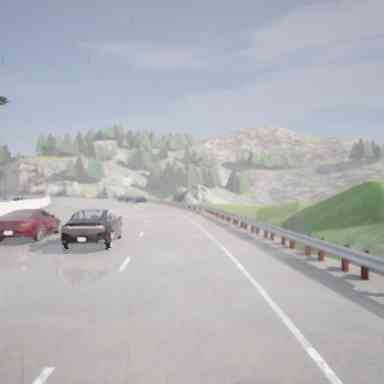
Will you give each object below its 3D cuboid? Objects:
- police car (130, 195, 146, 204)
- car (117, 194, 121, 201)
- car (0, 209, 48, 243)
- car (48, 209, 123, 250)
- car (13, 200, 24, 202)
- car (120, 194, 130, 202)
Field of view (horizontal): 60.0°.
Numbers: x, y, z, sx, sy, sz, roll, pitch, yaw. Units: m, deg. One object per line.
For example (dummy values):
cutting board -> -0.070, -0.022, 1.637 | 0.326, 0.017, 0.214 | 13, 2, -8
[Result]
police car -> -10.153, 1.357, 64.151 | 1.930, 1.638, 5.238 | 0, 0, -19
car -> -16.648, 1.275, 80.239 | 2.097, 1.767, 4.553 | 0, 0, -25
car -> -7.789, 1.522, 16.054 | 1.812, 1.442, 4.674 | 0, 0, -5
car -> -4.119, 1.481, 14.278 | 2.128, 1.511, 4.902 | 0, 0, -4
car -> -35.616, 1.523, 68.606 | 1.895, 1.301, 4.718 | 0, 0, -22
car -> -14.037, 1.404, 74.253 | 1.882, 1.535, 5.008 | 0, 0, -23
